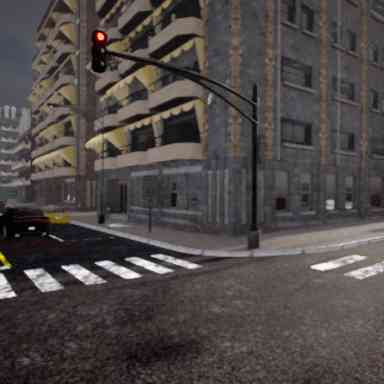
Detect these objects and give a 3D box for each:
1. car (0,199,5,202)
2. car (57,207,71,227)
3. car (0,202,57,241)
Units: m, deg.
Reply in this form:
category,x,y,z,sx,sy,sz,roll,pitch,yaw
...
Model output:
category,x,y,z,sx,sy,sz,roll,pitch,yaw
car,-28.955,1.668,49.827,1.802,1.307,4.206,0,0,-35
car,-9.667,1.575,22.702,1.752,1.417,4.829,0,0,-35
car,-8.724,1.508,17.160,1.882,1.535,5.008,1,0,-35
